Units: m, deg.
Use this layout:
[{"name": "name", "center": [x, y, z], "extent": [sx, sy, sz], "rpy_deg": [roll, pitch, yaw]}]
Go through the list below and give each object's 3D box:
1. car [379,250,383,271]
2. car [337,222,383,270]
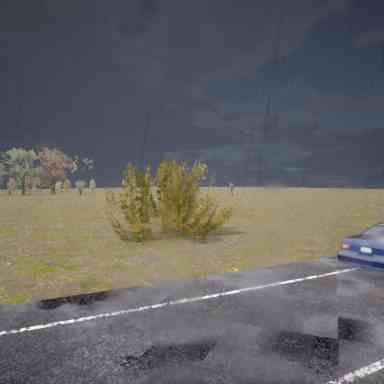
[{"name": "car", "center": [5.054, 1.526, 4.809], "extent": [4.674, 1.442, 1.812], "rpy_deg": [0, 0, -28]}, {"name": "car", "center": [6.653, 1.549, 9.955], "extent": [5.357, 1.411, 2.033], "rpy_deg": [0, 0, -32]}]
